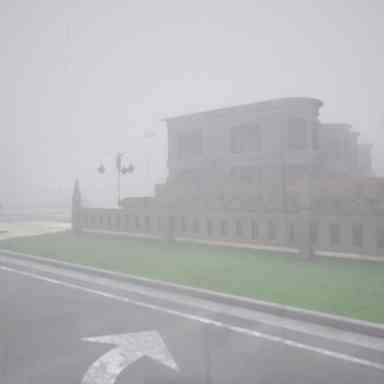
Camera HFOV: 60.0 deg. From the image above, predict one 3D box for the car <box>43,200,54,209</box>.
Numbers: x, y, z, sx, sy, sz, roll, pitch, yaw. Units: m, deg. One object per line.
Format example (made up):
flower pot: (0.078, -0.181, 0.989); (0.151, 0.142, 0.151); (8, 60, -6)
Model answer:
car: (-19.703, 1.765, 49.607); (1.812, 1.442, 4.674); (0, 0, 36)

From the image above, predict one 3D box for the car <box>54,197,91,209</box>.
car: (-16.784, 1.573, 47.675); (2.097, 1.767, 4.553); (0, 0, 36)

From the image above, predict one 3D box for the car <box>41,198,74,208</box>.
car: (-21.401, 1.784, 53.197); (1.812, 1.442, 4.674); (0, 0, 36)
